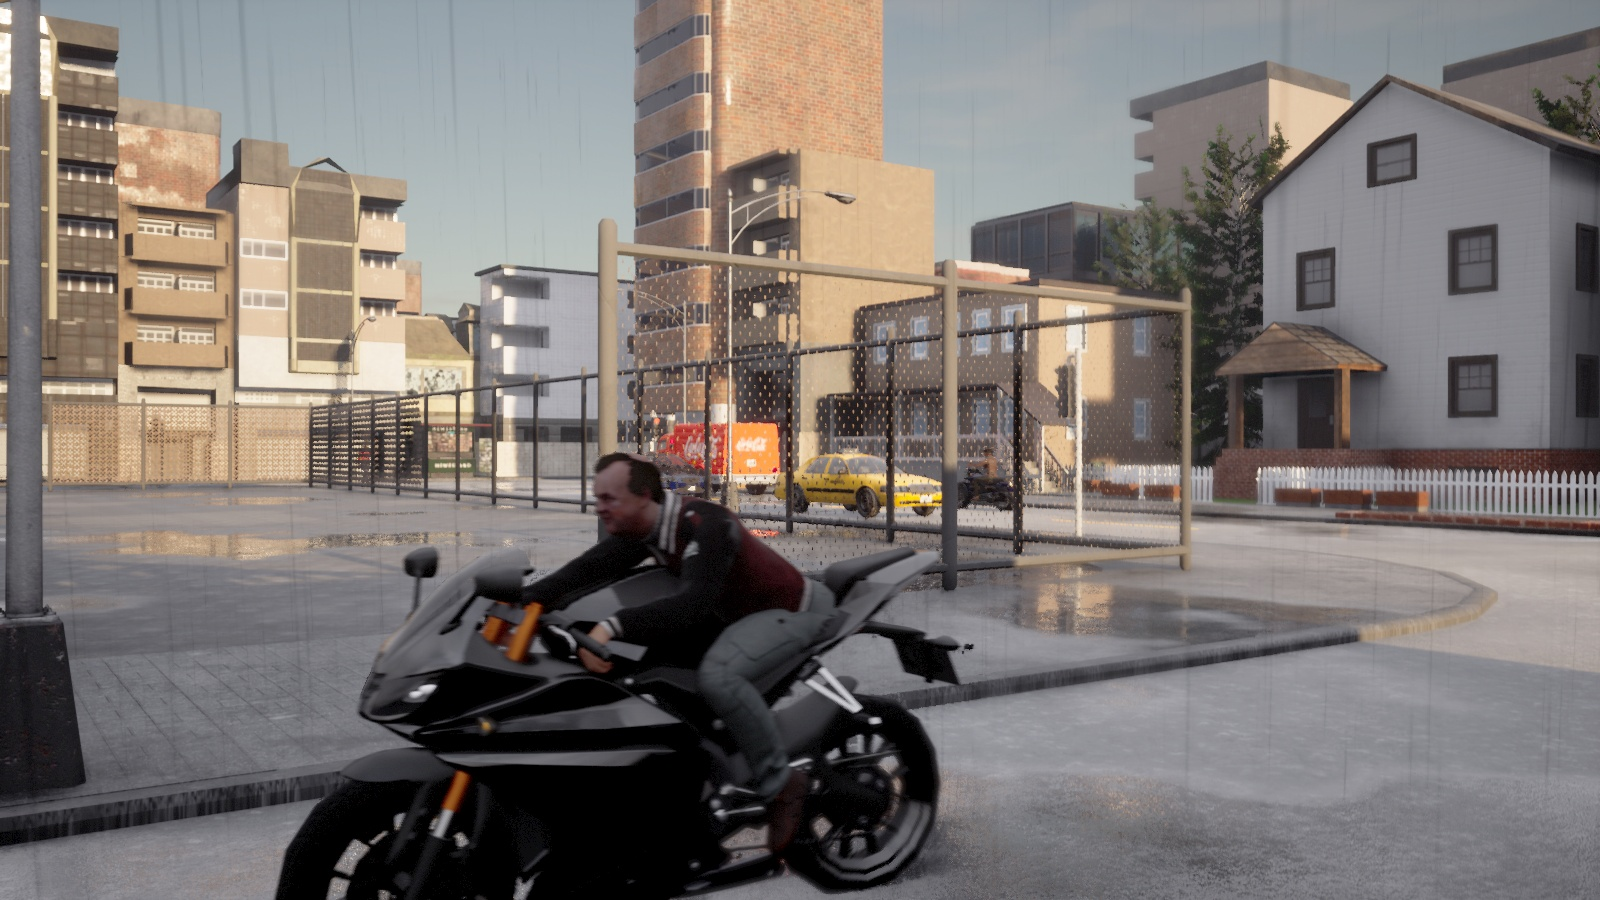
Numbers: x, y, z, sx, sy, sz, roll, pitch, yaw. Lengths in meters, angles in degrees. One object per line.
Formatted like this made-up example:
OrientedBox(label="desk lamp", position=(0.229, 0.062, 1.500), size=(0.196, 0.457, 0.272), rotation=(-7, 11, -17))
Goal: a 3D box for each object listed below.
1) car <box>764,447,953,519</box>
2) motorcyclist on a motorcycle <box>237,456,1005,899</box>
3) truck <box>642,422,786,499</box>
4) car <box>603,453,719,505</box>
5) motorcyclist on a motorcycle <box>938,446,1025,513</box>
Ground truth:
OrientedBox(label="car", position=(1.265, 0.729, 30.184), size=(1.801, 1.575, 5.366), rotation=(0, 0, -32))
OrientedBox(label="motorcyclist on a motorcycle", position=(-0.482, 0.788, 3.891), size=(2.191, 1.530, 0.866), rotation=(0, 0, -33))
OrientedBox(label="truck", position=(-3.059, 0.339, 43.427), size=(2.627, 2.467, 5.204), rotation=(0, 0, -36))
OrientedBox(label="car", position=(-4.276, 0.835, 38.159), size=(1.816, 1.474, 4.193), rotation=(0, 0, -33))
OrientedBox(label="motorcyclist on a motorcycle", position=(4.649, 0.732, 32.303), size=(0.766, 1.649, 2.350), rotation=(0, 0, -36))
